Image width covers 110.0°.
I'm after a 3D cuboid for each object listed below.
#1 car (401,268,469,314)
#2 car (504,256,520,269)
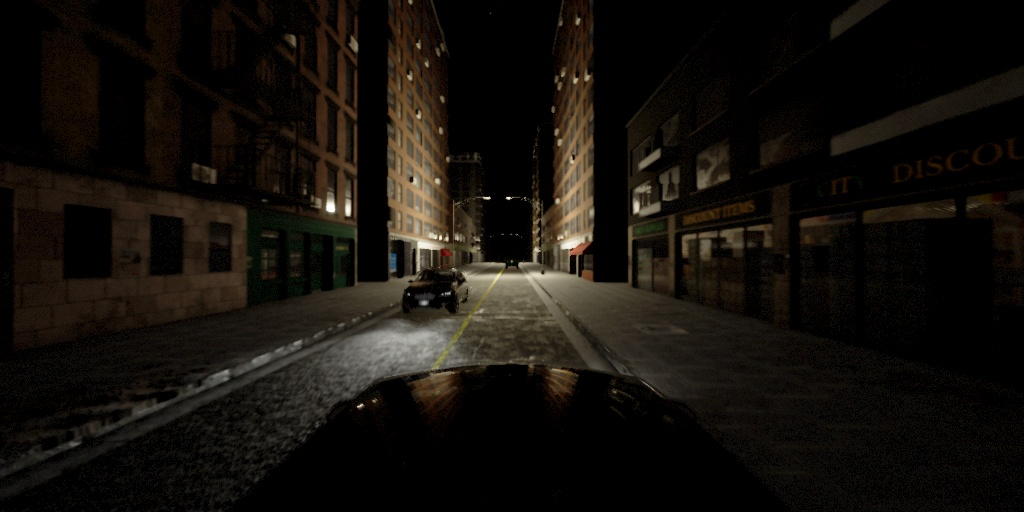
[{"bbox_3d":[-2.803,1.245,13.956,2.128,1.511,4.902,0,0,0],"label":"car"},{"bbox_3d":[0.007,0.988,56.605,2.150,2.045,5.566,0,0,0],"label":"car"}]
